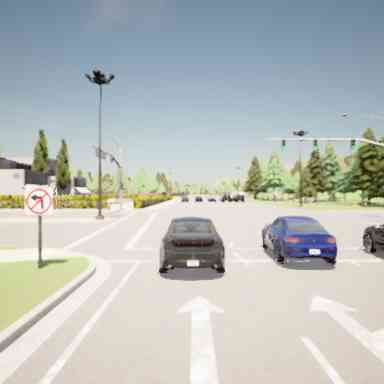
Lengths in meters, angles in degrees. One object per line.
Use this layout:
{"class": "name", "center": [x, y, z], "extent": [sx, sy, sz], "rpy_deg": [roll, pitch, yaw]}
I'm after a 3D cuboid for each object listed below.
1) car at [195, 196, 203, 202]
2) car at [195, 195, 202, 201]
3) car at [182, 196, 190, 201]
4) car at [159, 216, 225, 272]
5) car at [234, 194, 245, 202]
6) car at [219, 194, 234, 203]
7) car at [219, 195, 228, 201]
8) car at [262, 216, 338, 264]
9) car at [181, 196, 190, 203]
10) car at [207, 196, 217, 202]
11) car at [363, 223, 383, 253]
{"class": "car", "center": [1.770, 1.874, 85.175], "extent": [1.882, 1.535, 5.008], "rpy_deg": [0, 0, 0]}
{"class": "car", "center": [1.806, 1.756, 94.345], "extent": [1.882, 1.535, 5.008], "rpy_deg": [0, 0, 0]}
{"class": "car", "center": [-1.694, 1.817, 94.359], "extent": [2.033, 1.411, 5.357], "rpy_deg": [0, 0, 0]}
{"class": "car", "center": [-0.028, 1.559, 10.951], "extent": [1.837, 1.490, 4.892], "rpy_deg": [0, 0, -1]}
{"class": "car", "center": [12.274, 1.633, 86.281], "extent": [2.150, 2.045, 5.566], "rpy_deg": [0, 0, 0]}
{"class": "car", "center": [8.769, 1.619, 84.762], "extent": [2.150, 2.045, 5.566], "rpy_deg": [0, 0, 0]}
{"class": "car", "center": [8.806, 1.633, 94.289], "extent": [2.097, 1.767, 4.553], "rpy_deg": [0, 0, 0]}
{"class": "car", "center": [3.713, 1.583, 12.023], "extent": [1.812, 1.442, 4.674], "rpy_deg": [0, 0, 3]}
{"class": "car", "center": [-1.731, 1.918, 84.771], "extent": [2.128, 1.511, 4.902], "rpy_deg": [0, 0, 0]}
{"class": "car", "center": [5.272, 1.994, 85.607], "extent": [1.895, 1.301, 4.718], "rpy_deg": [0, 0, 0]}
{"class": "car", "center": [7.450, 1.546, 11.040], "extent": [2.128, 1.511, 4.902], "rpy_deg": [0, 0, 4]}
